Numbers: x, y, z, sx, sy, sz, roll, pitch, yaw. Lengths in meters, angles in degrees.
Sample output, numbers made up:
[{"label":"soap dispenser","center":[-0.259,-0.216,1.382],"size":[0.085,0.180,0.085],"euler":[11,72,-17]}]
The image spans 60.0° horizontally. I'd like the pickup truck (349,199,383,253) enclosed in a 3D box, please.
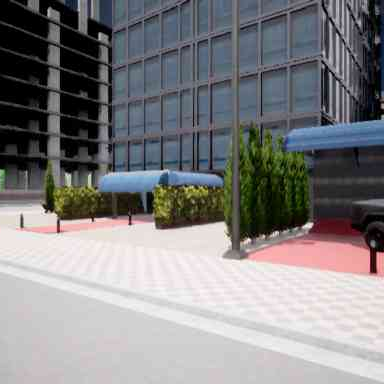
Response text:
[{"label":"pickup truck","center":[8.064,1.015,9.935],"size":[2.390,2.098,6.274],"euler":[0,0,-24]}]
